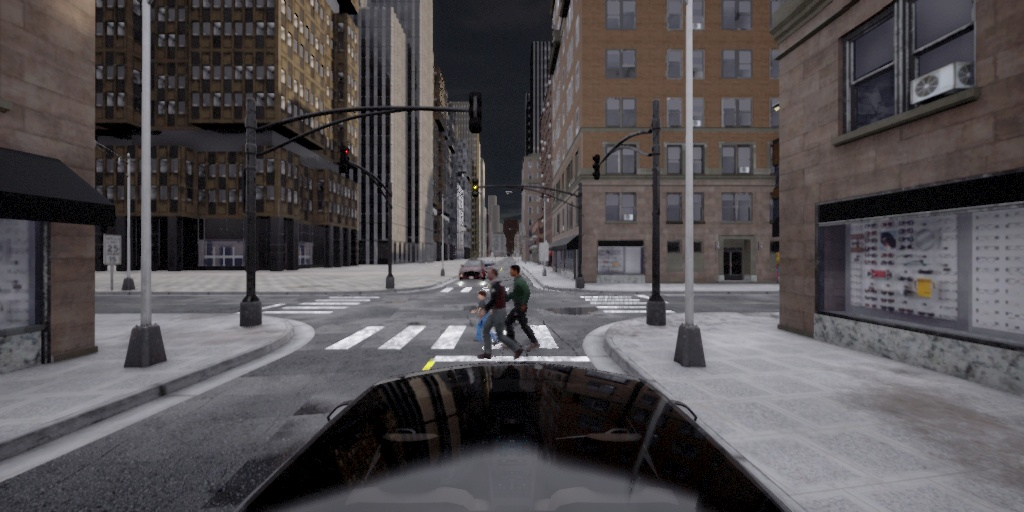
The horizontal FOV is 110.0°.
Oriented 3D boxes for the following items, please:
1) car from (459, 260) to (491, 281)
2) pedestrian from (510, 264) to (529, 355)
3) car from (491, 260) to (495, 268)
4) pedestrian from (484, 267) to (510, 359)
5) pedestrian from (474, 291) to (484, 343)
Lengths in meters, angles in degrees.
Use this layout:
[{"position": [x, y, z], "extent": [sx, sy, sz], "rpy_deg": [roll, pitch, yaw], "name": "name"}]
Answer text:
[{"position": [-3.152, 1.088, 29.948], "extent": [2.097, 1.767, 4.553], "rpy_deg": [0, 0, 0], "name": "car"}, {"position": [0.110, 1.042, 7.519], "extent": [0.375, 1.860, 0.375], "rpy_deg": [0, 0, 0], "name": "pedestrian"}, {"position": [-3.181, 1.273, 48.083], "extent": [2.033, 1.411, 5.357], "rpy_deg": [0, 0, 0], "name": "car"}, {"position": [-0.284, 1.041, 6.865], "extent": [0.375, 1.860, 0.375], "rpy_deg": [0, 0, 0], "name": "pedestrian"}, {"position": [-0.595, 1.320, 8.117], "extent": [0.375, 1.300, 0.375], "rpy_deg": [0, 0, 0], "name": "pedestrian"}]
